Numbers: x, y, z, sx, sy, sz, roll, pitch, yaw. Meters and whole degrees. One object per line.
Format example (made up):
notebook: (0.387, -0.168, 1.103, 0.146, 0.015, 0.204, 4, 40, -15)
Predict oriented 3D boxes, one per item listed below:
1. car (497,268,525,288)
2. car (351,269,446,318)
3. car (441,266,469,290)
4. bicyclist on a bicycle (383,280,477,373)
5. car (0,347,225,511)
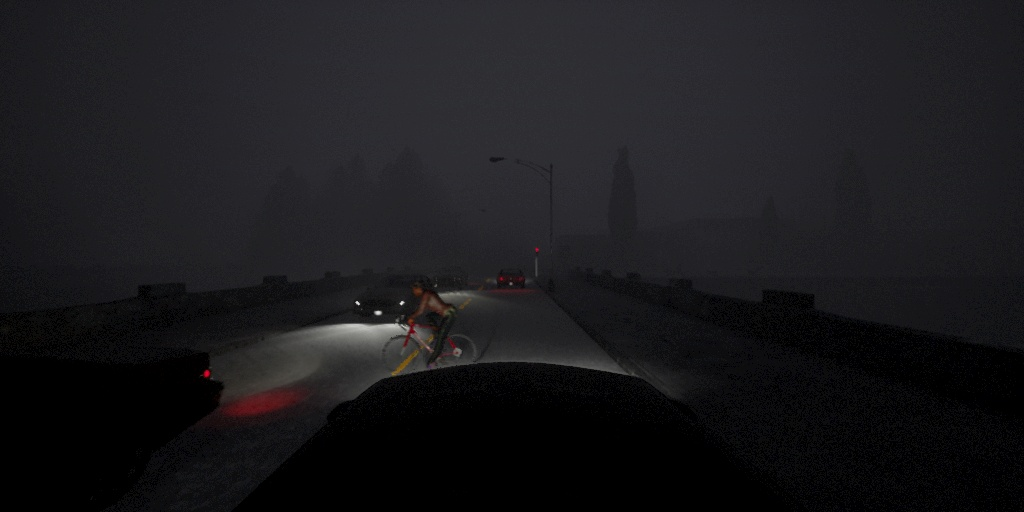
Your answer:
car: (-0.069, 1.535, 25.458, 1.895, 1.301, 4.718, 0, 0, 0)
car: (-4.133, 1.391, 13.737, 2.033, 1.411, 5.357, 0, 0, 0)
car: (-4.146, 1.407, 24.725, 1.882, 1.535, 5.008, 0, -1, 0)
bicyclist on a bicycle: (-1.444, 1.236, 6.224, 1.656, 1.620, 0.582, -2, 0, 0)
car: (-4.100, 1.297, 1.552, 2.033, 1.411, 5.357, 0, 0, 0)
